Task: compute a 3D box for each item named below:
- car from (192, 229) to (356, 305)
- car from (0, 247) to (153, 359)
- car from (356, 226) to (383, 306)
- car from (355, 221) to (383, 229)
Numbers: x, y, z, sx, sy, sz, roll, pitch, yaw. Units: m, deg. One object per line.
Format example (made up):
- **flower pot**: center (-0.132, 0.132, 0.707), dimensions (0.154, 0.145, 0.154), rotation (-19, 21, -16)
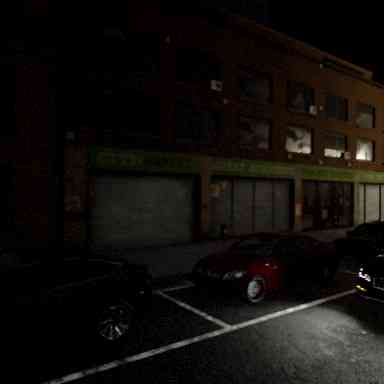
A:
- **car**: center (1.974, 1.644, 8.169), dimensions (4.206, 1.307, 1.802), rotation (1, 0, -35)
- **car**: center (-2.642, 1.571, 4.881), dimensions (4.313, 1.339, 1.947), rotation (1, 0, -35)
- **car**: center (5.546, 1.590, 7.314), dimensions (4.892, 1.490, 1.837), rotation (0, 0, -35)
- **car**: center (6.591, 1.684, 11.457), dimensions (4.313, 1.339, 1.947), rotation (1, 0, -35)
